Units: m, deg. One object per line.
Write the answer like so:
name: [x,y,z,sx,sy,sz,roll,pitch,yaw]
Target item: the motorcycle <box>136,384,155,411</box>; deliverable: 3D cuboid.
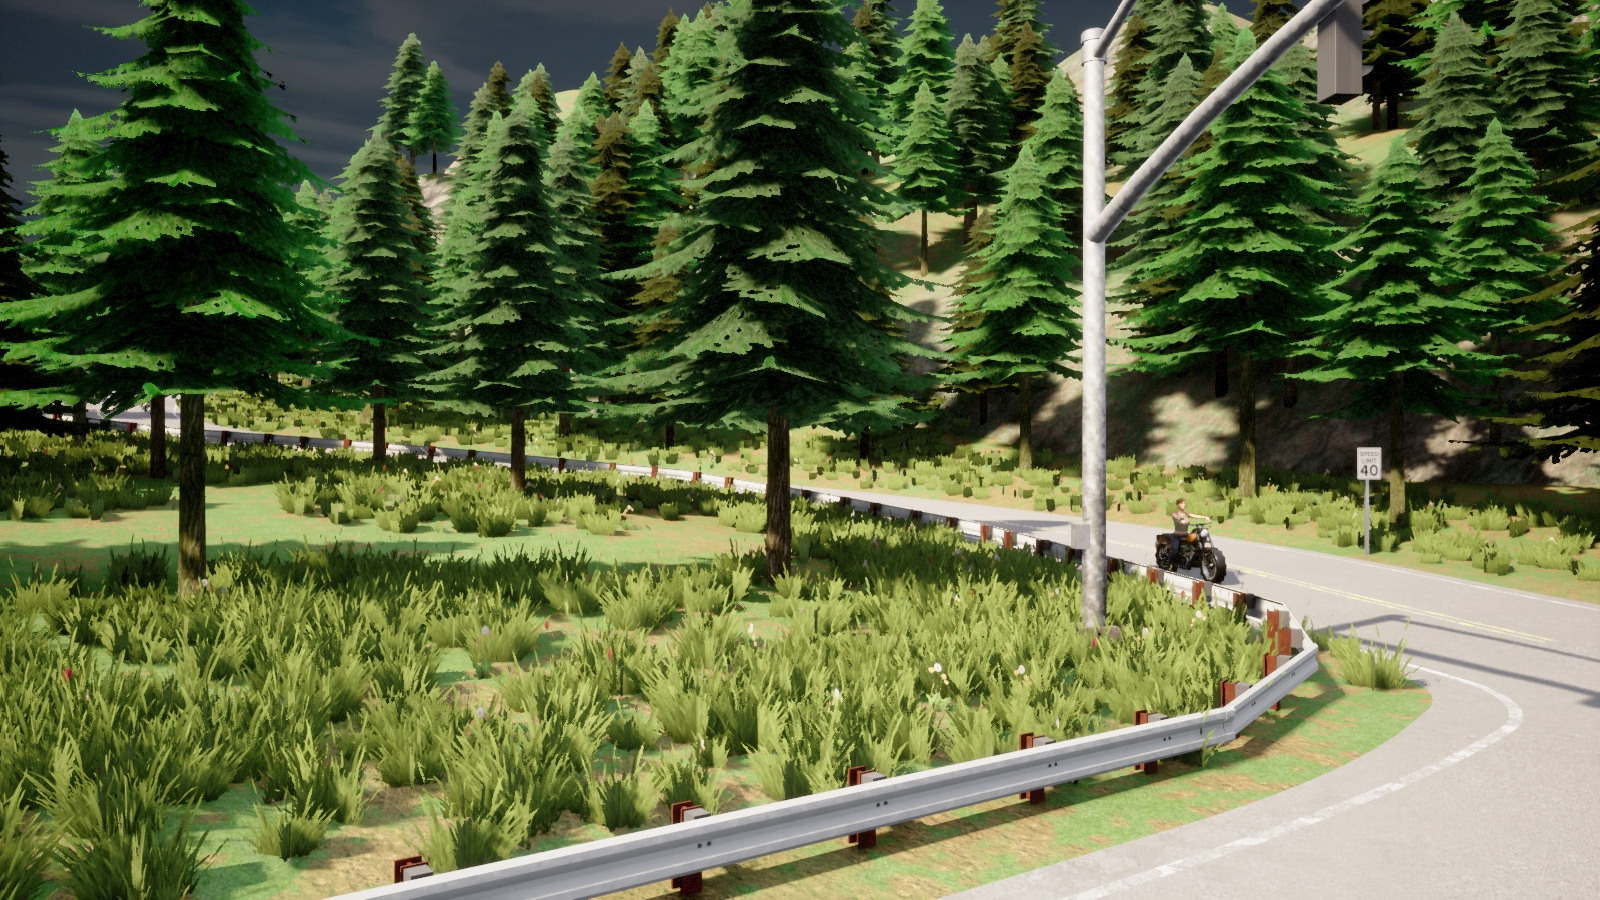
motorcycle: [-34.751,-2.781,60.638,0.856,1.316,1.805,0,4,-31]
